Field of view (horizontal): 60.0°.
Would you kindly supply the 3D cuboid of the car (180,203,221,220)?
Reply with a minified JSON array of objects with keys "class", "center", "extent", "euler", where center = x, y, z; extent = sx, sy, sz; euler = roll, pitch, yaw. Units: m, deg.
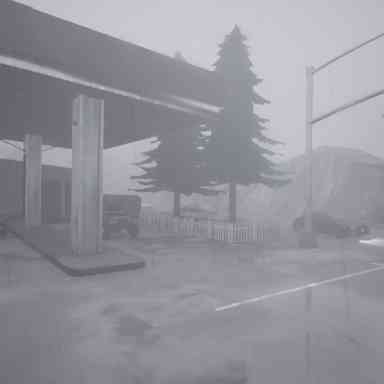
[{"class":"car","center":[0.665,1.738,29.922],"extent":[1.812,1.442,4.674],"euler":[1,0,-35]}]

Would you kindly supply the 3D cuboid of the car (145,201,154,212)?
[{"class":"car","center":[-6.219,1.658,39.687],"extent":[1.812,1.442,4.674],"euler":[1,0,-35]}]

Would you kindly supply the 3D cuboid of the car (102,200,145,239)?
[{"class":"car","center":[-4.509,1.446,18.283],"extent":[1.905,1.878,3.866],"euler":[1,0,-36]}]

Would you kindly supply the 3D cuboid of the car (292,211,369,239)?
[{"class":"car","center":[8.028,1.862,19.537],"extent":[1.994,1.385,4.181],"euler":[1,0,-36]}]

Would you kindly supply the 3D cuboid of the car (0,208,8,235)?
[{"class":"car","center":[-11.640,1.520,18.488],"extent":[2.242,1.667,4.611],"euler":[1,0,-36]}]
